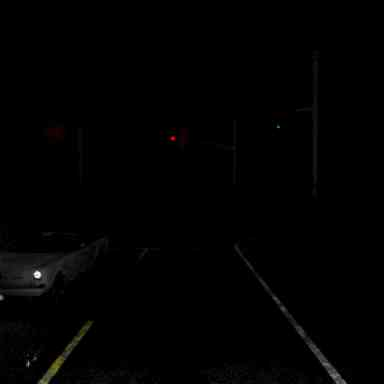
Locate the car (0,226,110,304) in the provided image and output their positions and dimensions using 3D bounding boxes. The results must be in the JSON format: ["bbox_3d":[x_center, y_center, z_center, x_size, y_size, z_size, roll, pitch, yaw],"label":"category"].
[{"bbox_3d":[-3.524,1.591,8.226,1.895,1.301,4.718,0,0,1],"label":"car"}]
